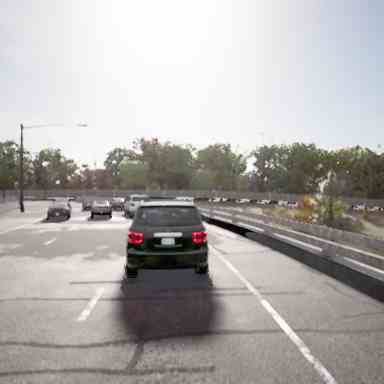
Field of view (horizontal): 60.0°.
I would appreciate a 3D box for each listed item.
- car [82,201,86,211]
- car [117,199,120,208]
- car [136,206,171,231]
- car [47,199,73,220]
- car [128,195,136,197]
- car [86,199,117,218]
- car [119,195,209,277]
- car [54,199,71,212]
[{"bbox_3d":[-13.400,1.736,43.967,1.895,1.301,4.718,0,0,-23],"label":"car"},{"bbox_3d":[-9.930,1.625,44.733,2.128,1.511,4.902,0,0,-23],"label":"car"},{"bbox_3d":[-2.668,1.666,22.062,1.895,1.301,4.718,0,0,-12],"label":"car"},{"bbox_3d":[-11.591,1.617,29.237,1.812,1.442,4.674,0,0,-16],"label":"car"},{"bbox_3d":[-5.459,1.320,33.066,2.150,2.045,5.566,0,0,-17],"label":"car"},{"bbox_3d":[-8.509,1.586,31.106,2.128,1.511,4.902,0,0,-17],"label":"car"},{"bbox_3d":[-0.818,1.254,10.510,2.150,2.045,5.566,0,0,-5],"label":"car"},{"bbox_3d":[-16.790,1.639,42.975,1.837,1.490,4.892,0,0,-23],"label":"car"}]
